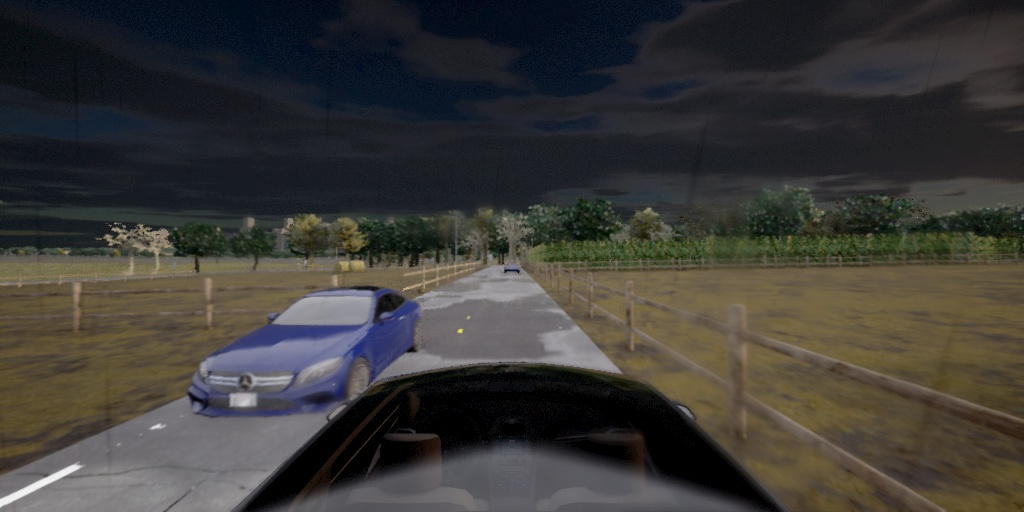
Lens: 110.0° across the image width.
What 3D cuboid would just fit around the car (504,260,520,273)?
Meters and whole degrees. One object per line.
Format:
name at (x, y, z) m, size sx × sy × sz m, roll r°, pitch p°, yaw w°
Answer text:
car at (0.004, 1.403, 44.292) m, size 1.994 × 1.385 × 4.181 m, roll 0°, pitch 0°, yaw 0°

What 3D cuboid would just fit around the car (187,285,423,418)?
car at (-2.834, 1.274, 6.136) m, size 1.812 × 1.442 × 4.674 m, roll 0°, pitch 0°, yaw 0°
